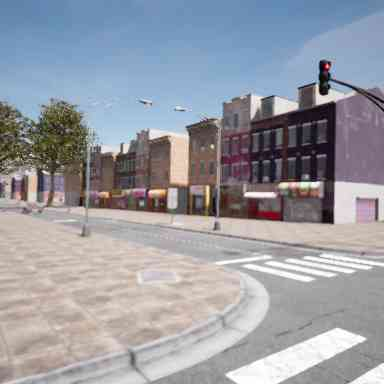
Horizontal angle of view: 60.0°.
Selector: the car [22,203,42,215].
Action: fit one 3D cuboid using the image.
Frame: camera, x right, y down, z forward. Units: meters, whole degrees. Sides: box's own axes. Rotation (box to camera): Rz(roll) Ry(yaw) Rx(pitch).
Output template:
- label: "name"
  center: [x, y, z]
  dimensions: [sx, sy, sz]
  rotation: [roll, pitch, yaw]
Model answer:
- label: "car"
  center: [-22.101, 2.310, 46.039]
  dimensions: [1.812, 1.442, 4.674]
  rotation: [2, -2, -35]
